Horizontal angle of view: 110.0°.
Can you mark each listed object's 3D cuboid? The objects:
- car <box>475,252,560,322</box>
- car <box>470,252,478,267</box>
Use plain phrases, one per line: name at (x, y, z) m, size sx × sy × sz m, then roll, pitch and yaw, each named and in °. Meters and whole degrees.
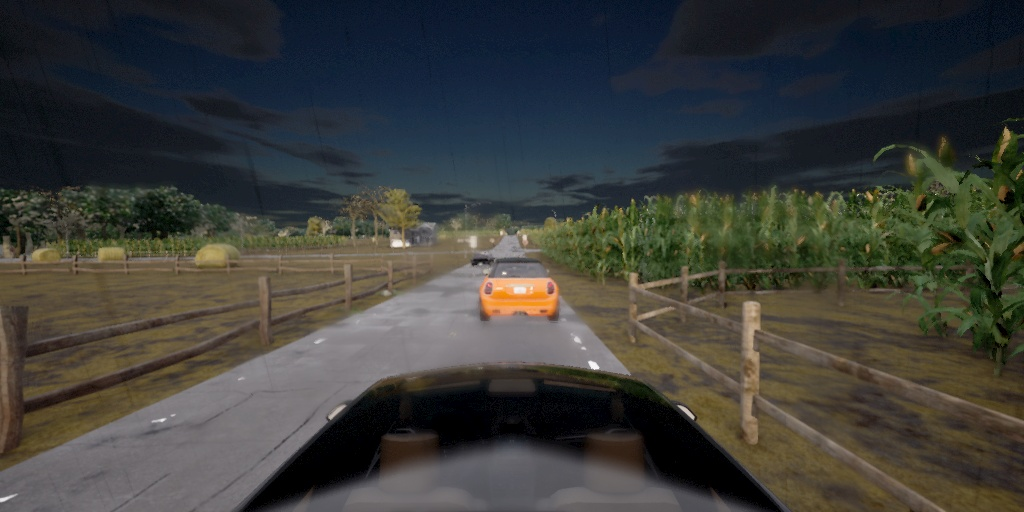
car at (0.142, 0.810, 11.081) m, size 2.097 × 1.767 × 4.553 m, roll 0°, pitch 2°, yaw -2°
car at (-2.719, 0.317, 33.275) m, size 1.895 × 1.301 × 4.718 m, roll 0°, pitch 2°, yaw 0°
